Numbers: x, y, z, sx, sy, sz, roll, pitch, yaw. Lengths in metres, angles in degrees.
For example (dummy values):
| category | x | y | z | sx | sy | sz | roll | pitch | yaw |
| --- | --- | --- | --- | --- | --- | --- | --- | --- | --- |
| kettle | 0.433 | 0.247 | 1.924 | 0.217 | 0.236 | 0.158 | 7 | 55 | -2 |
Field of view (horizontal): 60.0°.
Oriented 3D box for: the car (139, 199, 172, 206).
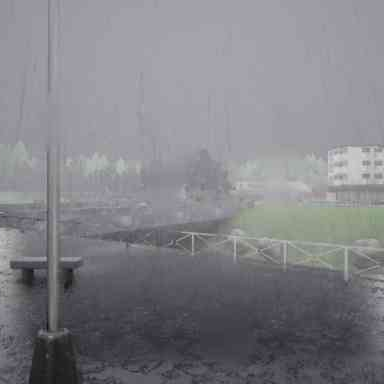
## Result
| category | x | y | z | sx | sy | sz | roll | pitch | yaw |
| --- | --- | --- | --- | --- | --- | --- | --- | --- | --- |
| car | -4.696 | 1.601 | 43.680 | 1.895 | 1.301 | 4.718 | 0 | 0 | 36 |
